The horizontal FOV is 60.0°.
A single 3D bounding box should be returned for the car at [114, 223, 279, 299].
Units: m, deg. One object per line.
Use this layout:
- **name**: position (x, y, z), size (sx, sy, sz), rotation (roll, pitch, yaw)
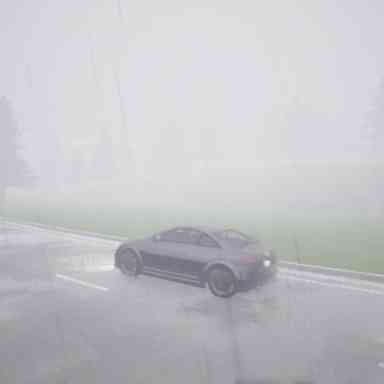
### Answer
- **car**: position (0.008, 1.482, 8.352), size (4.181, 1.385, 1.994), rotation (1, 1, 36)
